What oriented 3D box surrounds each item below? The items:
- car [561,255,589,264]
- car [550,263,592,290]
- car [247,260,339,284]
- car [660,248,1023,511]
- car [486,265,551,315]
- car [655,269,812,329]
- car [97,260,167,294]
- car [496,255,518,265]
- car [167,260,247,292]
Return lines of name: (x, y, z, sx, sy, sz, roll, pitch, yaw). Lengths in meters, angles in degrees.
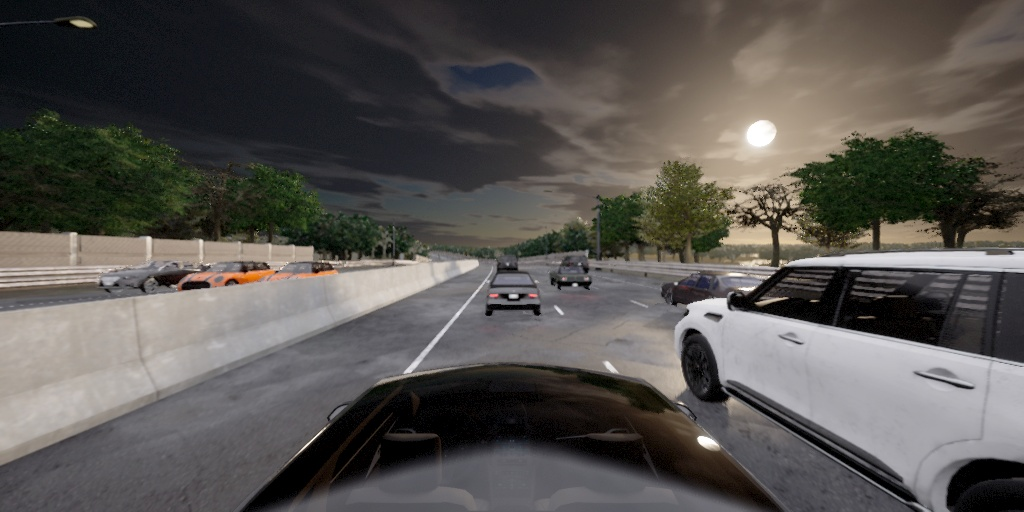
car: (6.496, 0.921, 37.523, 2.150, 2.045, 5.566, 0, 0, -2)
car: (3.391, 1.282, 21.701, 1.895, 1.301, 4.718, 0, 0, -1)
car: (-10.641, 1.084, 18.227, 2.097, 1.767, 4.553, 0, 0, -1)
car: (3.589, 0.963, 3.169, 2.150, 2.045, 5.566, 0, 0, 0)
car: (0.018, 1.246, 13.266, 2.033, 1.411, 5.357, 0, 0, -1)
car: (7.028, 1.247, 12.306, 2.033, 1.411, 5.357, 0, 0, -1)
car: (-17.640, 0.936, 18.085, 2.128, 1.511, 4.902, 0, 0, -1)
car: (-0.512, 0.926, 37.663, 2.150, 2.045, 5.566, 0, 0, -2)
car: (-14.141, 1.048, 18.172, 2.097, 1.767, 4.553, 0, 0, -1)
